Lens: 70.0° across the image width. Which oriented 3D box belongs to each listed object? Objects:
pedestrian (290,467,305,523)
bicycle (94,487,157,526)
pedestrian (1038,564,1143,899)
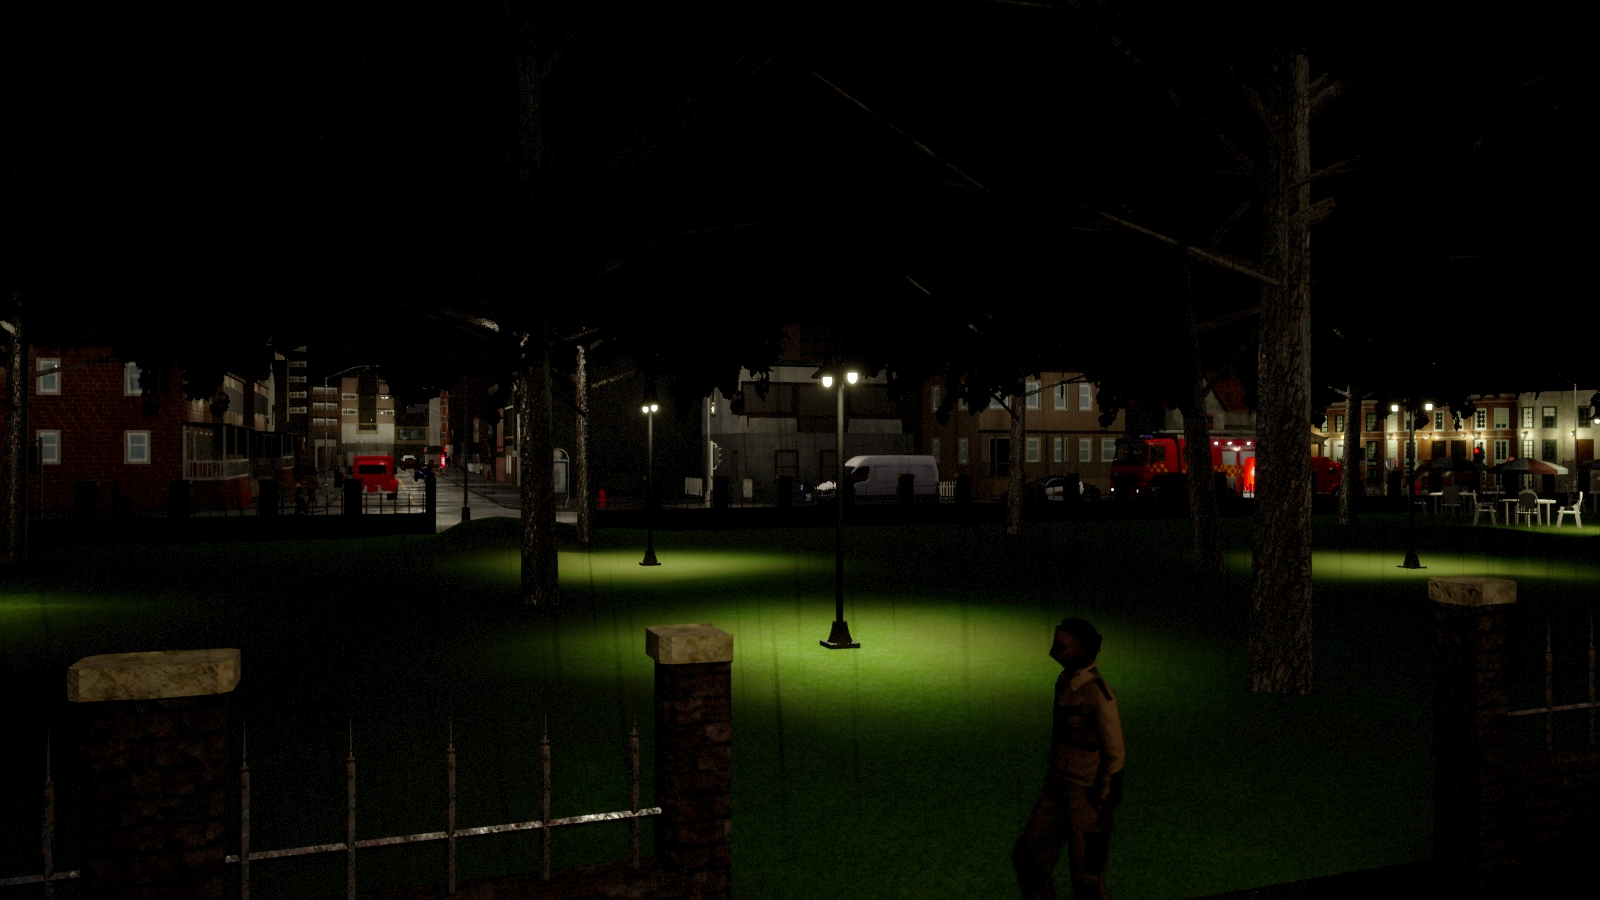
[{"bbox_3d":[-17.037,1.525,38.759,0.375,1.860,0.375,0,0,-6],"label":"pedestrian"},{"bbox_3d":[-23.182,1.940,39.311,1.835,1.271,0.329,0,0,-20],"label":"bicycle"},{"bbox_3d":[1.456,1.525,5.748,0.375,1.860,0.375,0,0,-17],"label":"pedestrian"}]
